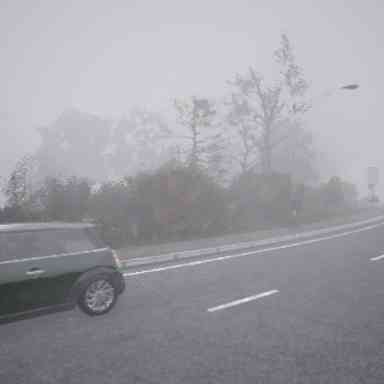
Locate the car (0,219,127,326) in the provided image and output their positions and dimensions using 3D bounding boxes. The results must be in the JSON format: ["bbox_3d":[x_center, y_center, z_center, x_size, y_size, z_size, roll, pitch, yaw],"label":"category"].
[{"bbox_3d":[-3.577,1.377,5.902,4.553,1.767,2.097,0,0,-37],"label":"car"}]
